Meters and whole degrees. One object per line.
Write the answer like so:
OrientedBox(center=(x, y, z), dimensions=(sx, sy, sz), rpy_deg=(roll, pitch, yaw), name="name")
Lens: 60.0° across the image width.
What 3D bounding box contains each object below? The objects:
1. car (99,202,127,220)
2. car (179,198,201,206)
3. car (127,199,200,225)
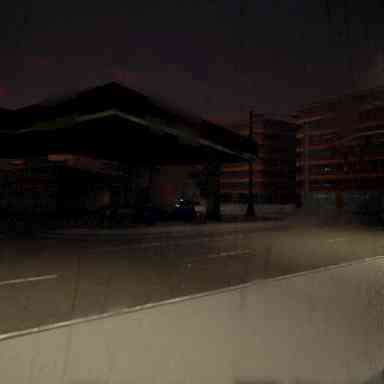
OrientedBox(center=(-5.919, 1.574, 28.450), dimensions=(3.806, 1.475, 1.970), rpy_deg=(1, 0, -35), name="car")
OrientedBox(center=(-0.388, 1.927, 62.129), dimensions=(1.994, 1.385, 4.181), rpy_deg=(1, 0, -36), name="car")
OrientedBox(center=(-1.963, 1.421, 24.215), dimensions=(4.611, 1.667, 2.242), rpy_deg=(1, 0, -35), name="car")
